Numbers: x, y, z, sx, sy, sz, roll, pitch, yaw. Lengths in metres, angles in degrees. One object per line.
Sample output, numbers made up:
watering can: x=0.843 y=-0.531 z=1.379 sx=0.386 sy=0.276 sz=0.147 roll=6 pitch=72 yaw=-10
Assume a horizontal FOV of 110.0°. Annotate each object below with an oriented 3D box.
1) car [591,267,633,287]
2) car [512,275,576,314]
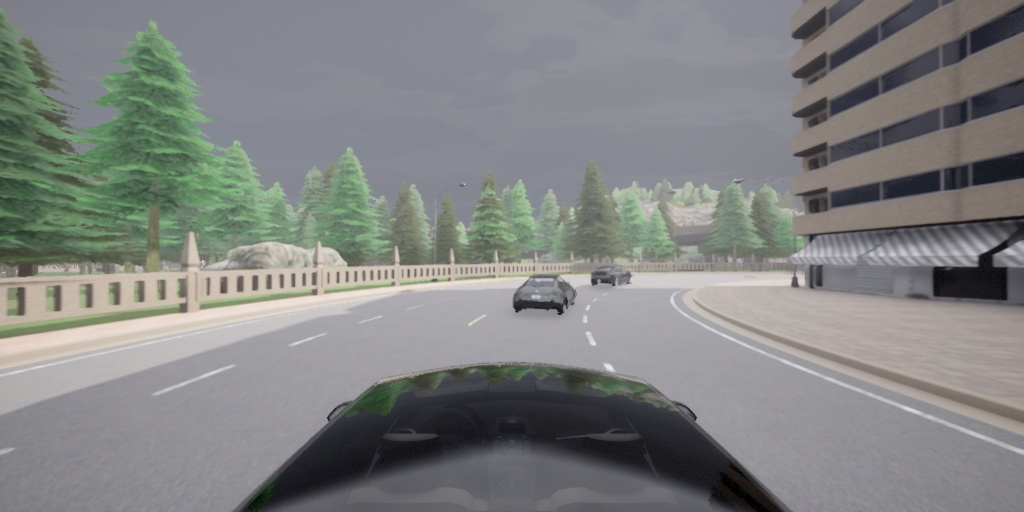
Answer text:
car: x=7.727 y=1.536 z=27.521 sx=1.837 sy=1.490 sz=4.892 roll=-1 pitch=0 yaw=39
car: x=1.433 y=1.456 z=14.792 sx=1.994 sy=1.385 sz=4.181 roll=0 pitch=-1 yaw=17
